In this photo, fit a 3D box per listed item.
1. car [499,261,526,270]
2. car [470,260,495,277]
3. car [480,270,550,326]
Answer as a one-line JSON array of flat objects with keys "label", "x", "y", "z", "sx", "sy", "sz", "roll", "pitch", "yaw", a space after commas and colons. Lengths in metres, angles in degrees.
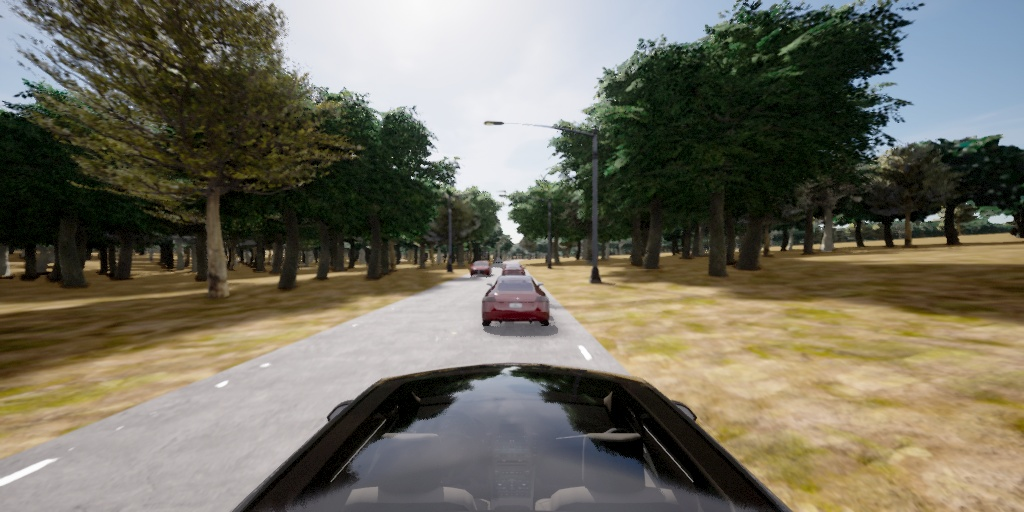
[{"label": "car", "x": 0.112, "y": 1.286, "z": 28.193, "sx": 1.812, "sy": 1.442, "sz": 4.674, "roll": 0, "pitch": 0, "yaw": 0}, {"label": "car", "x": -3.075, "y": 1.250, "z": 35.932, "sx": 1.882, "sy": 1.535, "sz": 5.008, "roll": 0, "pitch": 0, "yaw": 0}, {"label": "car", "x": 0.104, "y": 1.314, "z": 11.753, "sx": 1.994, "sy": 1.385, "sz": 4.181, "roll": 0, "pitch": 0, "yaw": 0}]
